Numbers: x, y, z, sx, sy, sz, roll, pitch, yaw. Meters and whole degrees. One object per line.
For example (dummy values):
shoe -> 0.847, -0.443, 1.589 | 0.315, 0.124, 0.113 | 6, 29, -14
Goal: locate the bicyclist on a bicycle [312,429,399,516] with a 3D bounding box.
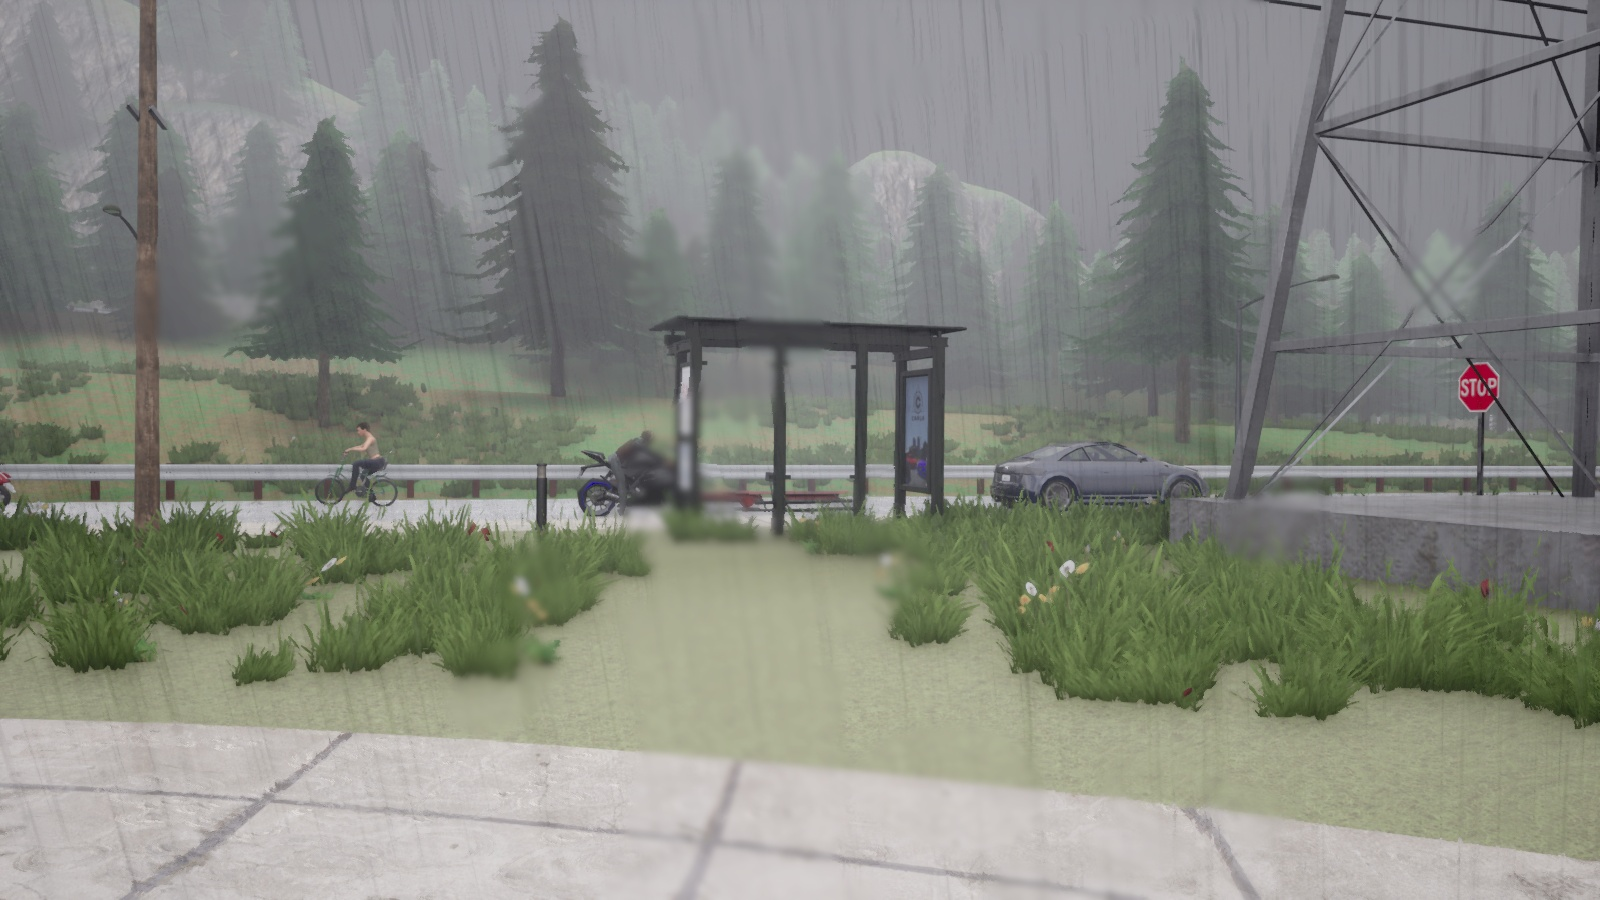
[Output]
bicyclist on a bicycle -> -8.407, 0.418, 23.820 | 1.509, 1.612, 0.866 | 1, 0, -17

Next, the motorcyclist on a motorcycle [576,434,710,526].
motorcyclist on a motorcycle -> -2.740, 0.492, 21.927 | 2.191, 1.530, 0.866 | -1, 1, -17

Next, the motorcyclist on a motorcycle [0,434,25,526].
motorcyclist on a motorcycle -> -14.676, 0.519, 21.871 | 1.817, 1.590, 0.866 | -1, 1, -17

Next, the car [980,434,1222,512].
car -> 5.868, 0.406, 24.610 | 4.181, 1.385, 1.994 | -1, 1, -17
